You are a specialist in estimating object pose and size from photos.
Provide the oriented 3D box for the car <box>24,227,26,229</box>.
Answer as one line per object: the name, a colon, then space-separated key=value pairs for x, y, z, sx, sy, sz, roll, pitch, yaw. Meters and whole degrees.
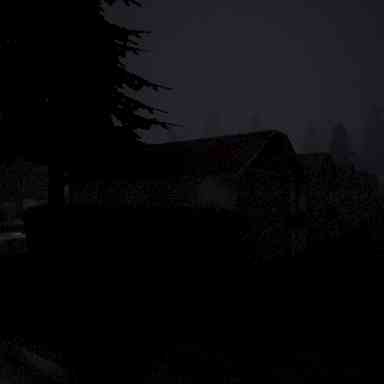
car: x=-9.434 y=1.871 z=23.758 sx=2.097 sy=1.767 sz=4.553 roll=-1 pitch=-1 yaw=36

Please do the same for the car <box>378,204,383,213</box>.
car: x=22.603 y=2.038 z=41.489 sx=4.902 sy=1.511 sz=2.128 roll=-1 pitch=-1 yaw=29
